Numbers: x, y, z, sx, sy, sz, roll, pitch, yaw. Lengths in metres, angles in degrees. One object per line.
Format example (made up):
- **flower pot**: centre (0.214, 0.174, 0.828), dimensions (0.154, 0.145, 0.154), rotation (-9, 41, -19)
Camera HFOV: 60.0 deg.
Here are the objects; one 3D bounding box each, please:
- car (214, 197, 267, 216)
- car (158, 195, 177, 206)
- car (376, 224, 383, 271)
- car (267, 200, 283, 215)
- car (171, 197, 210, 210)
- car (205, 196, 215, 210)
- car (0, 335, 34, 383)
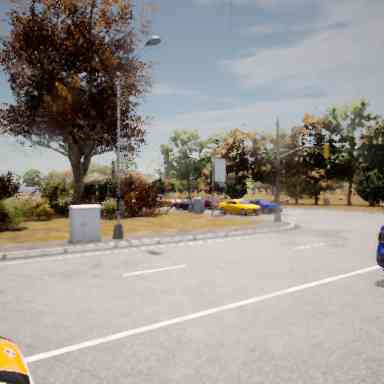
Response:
- **car**: centre (4.689, 1.494, 32.925), dimensions (1.882, 1.535, 5.008), rotation (0, 0, -32)
- **car**: centre (-3.086, 1.329, 51.519), dimensions (2.097, 1.767, 4.553), rotation (0, 0, -33)
- **car**: centre (7.060, 1.229, 8.778), dimensions (5.566, 2.045, 2.150), rotation (0, 0, -36)
- **car**: centre (7.383, 1.497, 35.208), dimensions (1.882, 1.535, 5.008), rotation (0, 0, -32)
- **car**: centre (-0.293, 1.609, 40.778), dimensions (1.895, 1.301, 4.718), rotation (0, 0, -33)
- **car**: centre (2.497, 1.362, 42.901), dimensions (2.097, 1.767, 4.553), rotation (0, 0, -33)
- **car**: centre (-3.137, 1.350, 1.509), dimensions (4.553, 1.767, 2.097), rotation (0, 0, -36)
